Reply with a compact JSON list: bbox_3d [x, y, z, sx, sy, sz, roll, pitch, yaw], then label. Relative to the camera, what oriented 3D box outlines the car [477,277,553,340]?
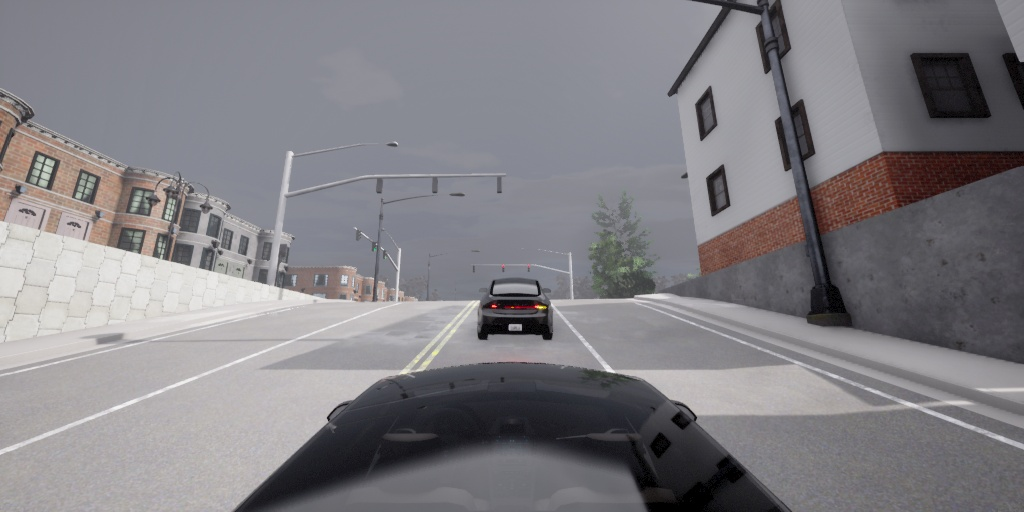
[{"bbox_3d":[0.090,1.352,10.353,1.837,1.490,4.892,0,0,0],"label":"car"}]
